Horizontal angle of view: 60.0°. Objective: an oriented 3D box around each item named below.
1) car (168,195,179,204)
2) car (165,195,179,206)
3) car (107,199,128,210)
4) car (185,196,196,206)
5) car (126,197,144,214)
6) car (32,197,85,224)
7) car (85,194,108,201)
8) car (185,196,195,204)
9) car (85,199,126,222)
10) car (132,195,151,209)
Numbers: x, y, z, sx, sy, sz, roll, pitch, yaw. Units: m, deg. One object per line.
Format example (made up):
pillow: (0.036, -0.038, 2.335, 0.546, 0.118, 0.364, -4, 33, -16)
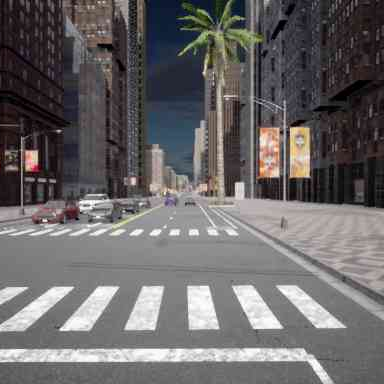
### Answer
car: (-3.627, 1.413, 66.513, 2.097, 1.767, 4.553, 0, 0, 0)
car: (-3.571, 1.565, 56.537, 1.812, 1.442, 4.674, 0, 0, 0)
car: (-10.095, 1.621, 45.366, 1.895, 1.301, 4.718, 0, 0, 0)
car: (-0.318, 1.586, 56.139, 2.033, 1.411, 5.357, 0, 0, 0)
car: (-6.800, 1.558, 35.865, 2.033, 1.411, 5.357, 0, 0, 0)
car: (-9.985, 1.357, 24.785, 2.097, 1.767, 4.553, 0, 0, 0)
car: (-10.041, 1.228, 34.268, 2.150, 2.045, 5.566, 0, 0, 0)
car: (-0.378, 1.539, 66.561, 1.882, 1.535, 5.008, 0, 0, 0)
car: (-6.741, 1.531, 26.194, 1.812, 1.442, 4.674, 0, 0, 0)
car: (-6.849, 1.513, 46.161, 2.128, 1.511, 4.902, 0, 0, 0)
